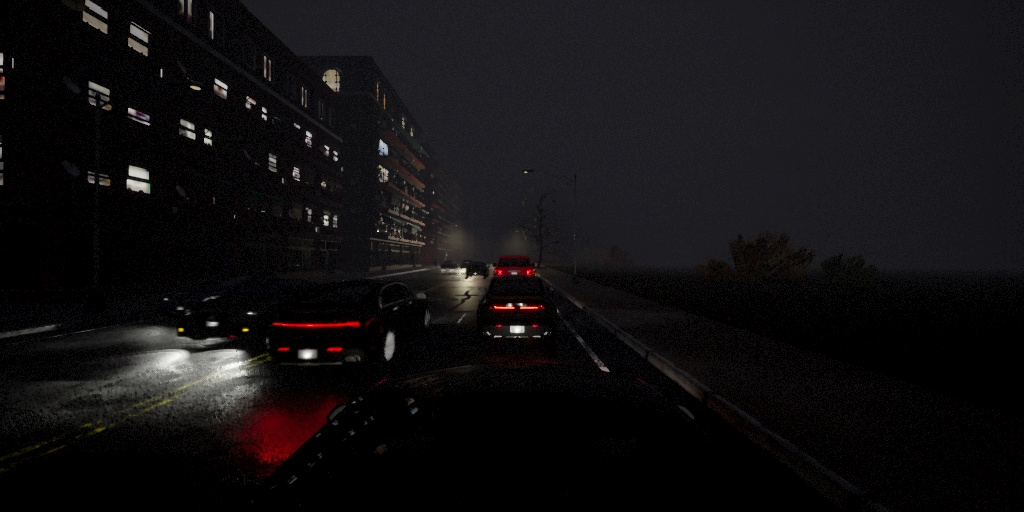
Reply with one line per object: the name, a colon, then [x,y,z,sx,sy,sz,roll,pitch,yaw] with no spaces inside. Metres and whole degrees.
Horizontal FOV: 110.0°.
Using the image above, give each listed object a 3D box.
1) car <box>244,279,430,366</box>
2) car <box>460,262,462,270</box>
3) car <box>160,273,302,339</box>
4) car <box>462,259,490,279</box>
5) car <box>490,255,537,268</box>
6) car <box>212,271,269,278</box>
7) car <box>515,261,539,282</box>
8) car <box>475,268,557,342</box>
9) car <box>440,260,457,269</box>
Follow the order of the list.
car: [-3.144,1.256,7.938,1.837,1.490,4.892,0,0,0]
car: [-6.553,1.257,53.117,1.837,1.490,4.892,0,0,0]
car: [-6.594,1.315,9.885,1.994,1.385,4.181,0,0,0]
car: [-3.125,1.257,32.952,1.837,1.490,4.892,0,0,0]
car: [0.114,0.974,20.118,2.150,2.045,5.566,0,0,0]
car: [-9.841,1.277,12.962,1.812,1.442,4.674,0,0,0]
car: [1.161,1.209,30.525,1.801,1.575,5.366,0,0,0]
car: [0.108,1.256,9.771,1.837,1.490,4.892,0,0,0]
car: [-9.800,1.299,55.915,2.033,1.411,5.357,0,0,0]
